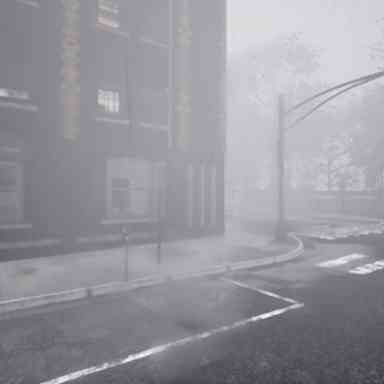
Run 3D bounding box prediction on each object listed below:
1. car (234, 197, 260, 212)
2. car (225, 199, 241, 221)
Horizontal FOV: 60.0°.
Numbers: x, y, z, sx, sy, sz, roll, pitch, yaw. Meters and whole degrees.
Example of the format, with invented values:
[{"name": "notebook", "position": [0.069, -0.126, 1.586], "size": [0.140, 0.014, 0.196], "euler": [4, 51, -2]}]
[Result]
[{"name": "car", "position": [4.548, 1.164, 33.191], "size": [1.752, 1.417, 4.829], "euler": [2, 0, -36]}, {"name": "car", "position": [1.127, 1.279, 23.651], "size": [1.802, 1.307, 4.206], "euler": [2, 0, -36]}]
